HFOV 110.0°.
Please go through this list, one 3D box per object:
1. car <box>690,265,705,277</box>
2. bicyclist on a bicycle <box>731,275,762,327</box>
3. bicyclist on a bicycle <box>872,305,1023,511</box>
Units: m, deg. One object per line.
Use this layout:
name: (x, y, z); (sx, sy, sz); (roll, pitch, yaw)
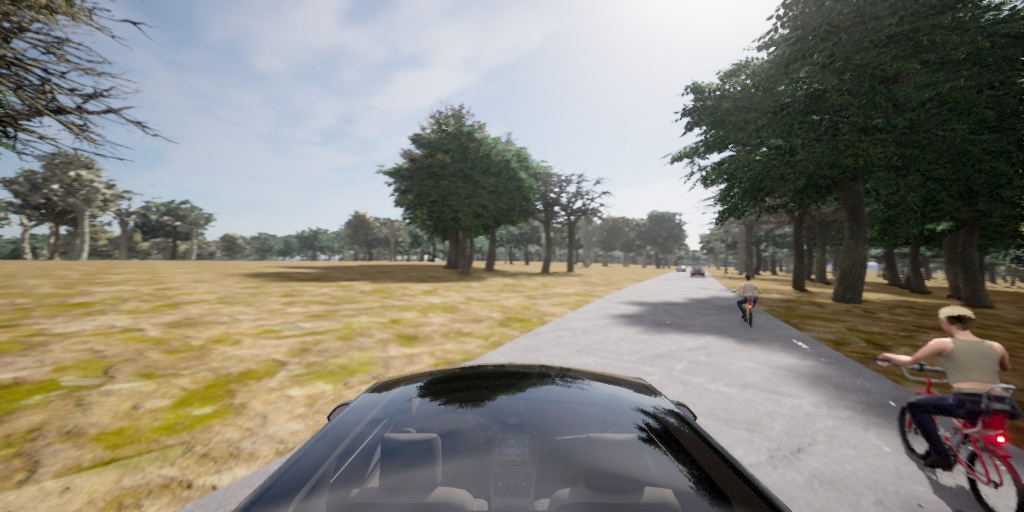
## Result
car: (26.875, 2.378, 51.964); (1.895, 1.301, 4.718); (0, -1, 27)
bicyclist on a bicycle: (7.528, 1.396, 11.467); (0.866, 1.612, 1.509); (0, -1, 25)
bicyclist on a bicycle: (3.933, 1.245, 3.226); (0.866, 1.612, 1.509); (0, -1, 23)
